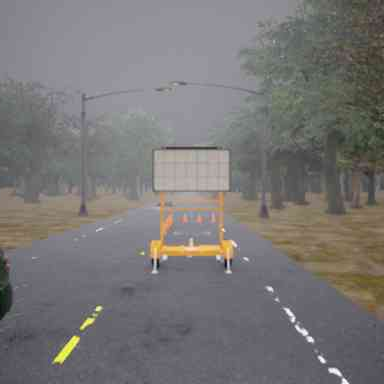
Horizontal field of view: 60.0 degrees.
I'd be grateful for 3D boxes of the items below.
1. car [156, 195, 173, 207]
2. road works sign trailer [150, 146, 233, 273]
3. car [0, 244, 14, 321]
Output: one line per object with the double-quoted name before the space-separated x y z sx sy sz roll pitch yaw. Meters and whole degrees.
"car" -3.570 1.227 44.066 1.837 1.490 4.892 0 0 0
"road works sign trailer" -0.010 0.394 10.362 2.380 3.560 2.880 0 0 0
"car" -3.599 1.204 2.432 2.150 2.045 5.566 0 0 0
